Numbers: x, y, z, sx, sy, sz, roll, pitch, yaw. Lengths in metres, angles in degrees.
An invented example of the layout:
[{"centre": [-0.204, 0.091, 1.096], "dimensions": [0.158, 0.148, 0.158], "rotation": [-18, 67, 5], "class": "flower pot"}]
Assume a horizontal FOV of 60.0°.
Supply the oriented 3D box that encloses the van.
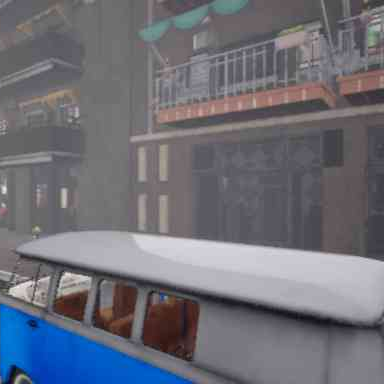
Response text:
[{"centre": [-0.217, 1.340, 3.027], "dimensions": [3.998, 1.788, 1.690], "rotation": [0, 0, 36], "class": "van"}]
